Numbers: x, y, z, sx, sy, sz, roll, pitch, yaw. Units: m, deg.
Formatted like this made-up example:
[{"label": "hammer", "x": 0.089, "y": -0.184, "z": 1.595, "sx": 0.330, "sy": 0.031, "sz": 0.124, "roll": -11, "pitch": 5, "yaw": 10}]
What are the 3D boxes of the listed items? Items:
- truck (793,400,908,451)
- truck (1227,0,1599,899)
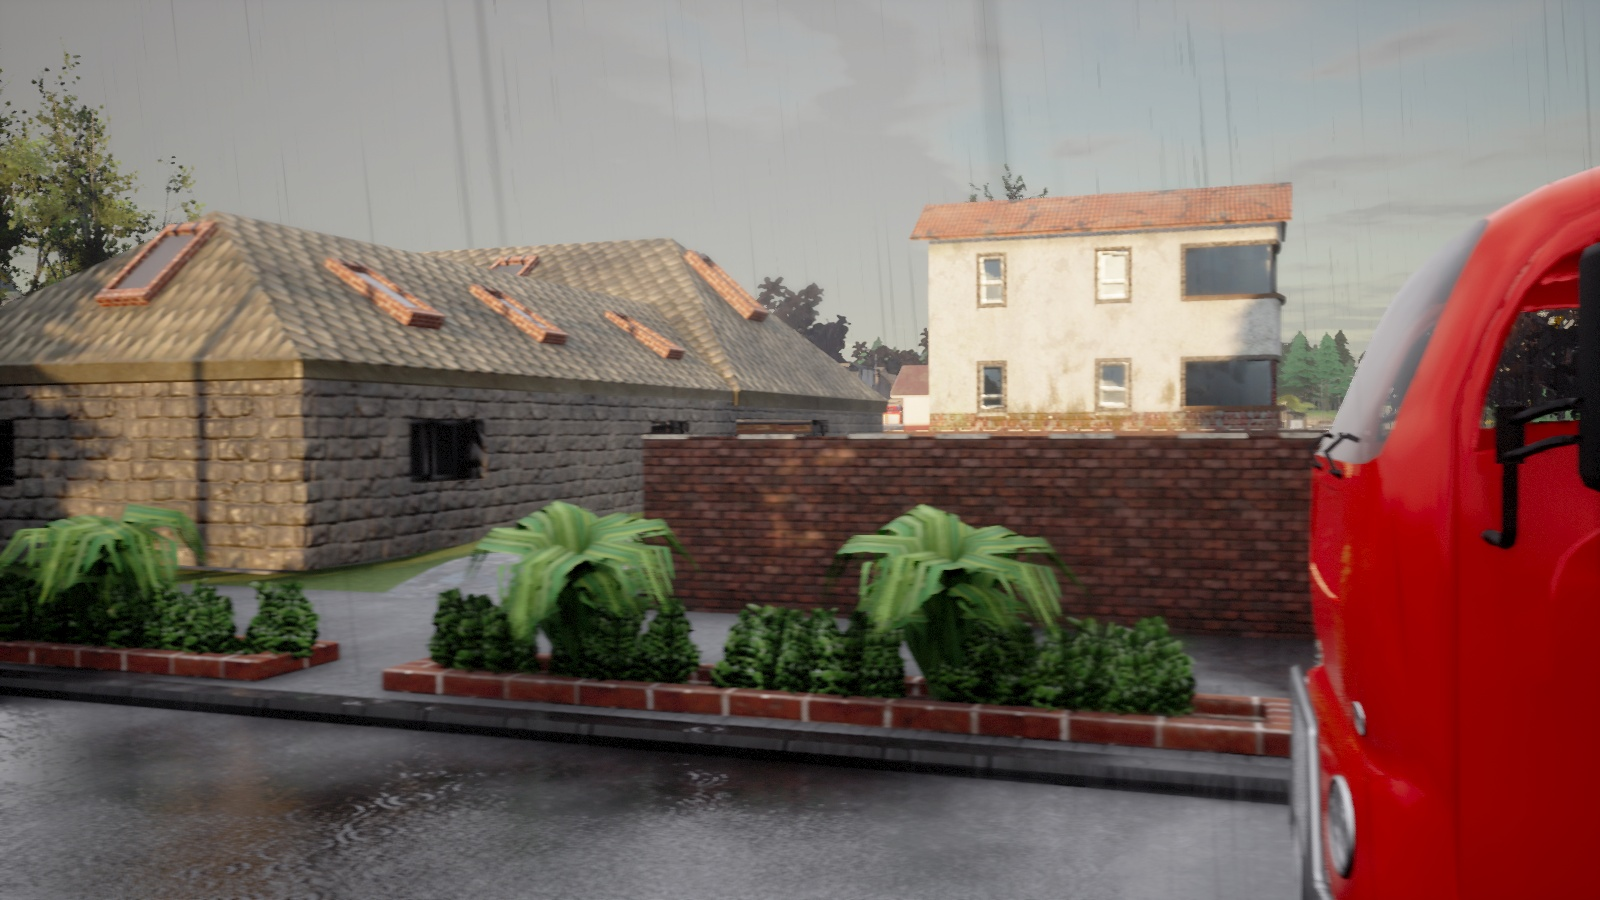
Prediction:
[{"label": "truck", "x": 3.932, "y": -1.889, "z": 97.743, "sx": 8.468, "sy": 3.827, "sz": 2.891, "roll": 1, "pitch": 1, "yaw": 20}, {"label": "truck", "x": 3.614, "y": 0.313, "z": 2.498, "sx": 5.204, "sy": 2.467, "sz": 2.627, "roll": 1, "pitch": 1, "yaw": 19}]
